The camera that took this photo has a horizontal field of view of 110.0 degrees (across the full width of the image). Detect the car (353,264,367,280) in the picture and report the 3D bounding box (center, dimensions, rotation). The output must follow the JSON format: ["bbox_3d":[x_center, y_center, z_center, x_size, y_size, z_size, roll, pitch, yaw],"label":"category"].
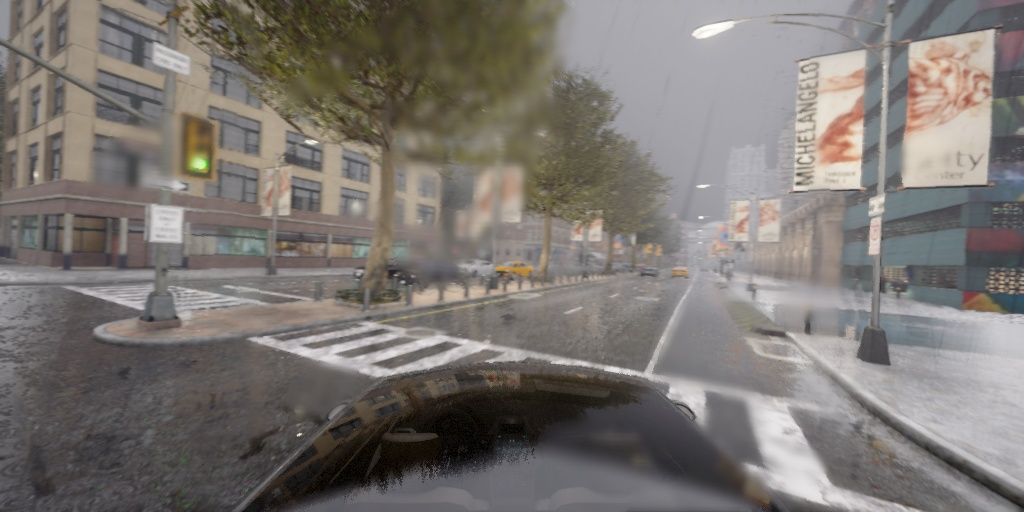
[{"bbox_3d":[-7.796,0.853,23.039,2.128,1.511,4.902,3,0,28],"label":"car"}]

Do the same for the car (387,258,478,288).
[{"bbox_3d":[-4.598,1.057,21.634,2.033,1.411,5.357,3,0,28],"label":"car"}]

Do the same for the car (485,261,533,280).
[{"bbox_3d":[0.104,1.187,30.491,1.882,1.535,5.008,3,0,28],"label":"car"}]

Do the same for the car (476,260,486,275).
[{"bbox_3d":[-3.102,1.087,31.918,1.812,1.442,4.674,3,0,28],"label":"car"}]

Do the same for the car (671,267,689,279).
[{"bbox_3d":[22.599,2.182,48.198,1.882,1.535,5.008,3,0,28],"label":"car"}]

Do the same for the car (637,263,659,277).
[{"bbox_3d":[18.348,2.076,47.655,1.994,1.385,4.181,3,0,28],"label":"car"}]
